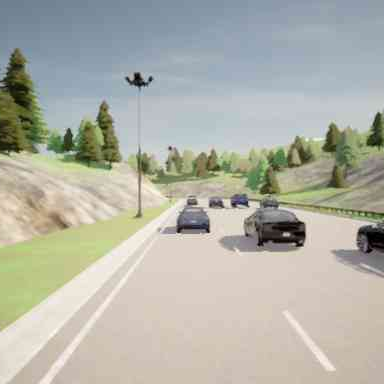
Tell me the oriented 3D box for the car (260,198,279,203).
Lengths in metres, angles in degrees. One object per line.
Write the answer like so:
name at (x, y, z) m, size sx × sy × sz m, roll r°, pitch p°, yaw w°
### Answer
car at (10.540, 1.505, 45.529) m, size 2.128 × 1.511 × 4.902 m, roll 0°, pitch 0°, yaw 0°

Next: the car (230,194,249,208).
car at (7.034, 1.251, 49.403) m, size 2.150 × 2.045 × 5.566 m, roll 0°, pitch 0°, yaw 0°

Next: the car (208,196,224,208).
car at (3.536, 1.398, 49.757) m, size 2.097 × 1.767 × 4.553 m, roll 0°, pitch 0°, yaw 0°

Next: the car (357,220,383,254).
car at (7.115, 1.477, 10.605) m, size 2.128 × 1.511 × 4.902 m, roll 0°, pitch 0°, yaw 0°

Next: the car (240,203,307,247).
car at (3.604, 1.482, 15.169) m, size 1.882 × 1.535 × 5.008 m, roll 0°, pitch 0°, yaw 0°

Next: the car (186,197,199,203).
car at (0.028, 1.555, 54.838) m, size 2.128 × 1.511 × 4.902 m, roll 0°, pitch 0°, yaw 0°

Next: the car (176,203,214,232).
car at (0.082, 1.587, 20.308) m, size 1.994 × 1.385 × 4.181 m, roll 0°, pitch 0°, yaw 0°
